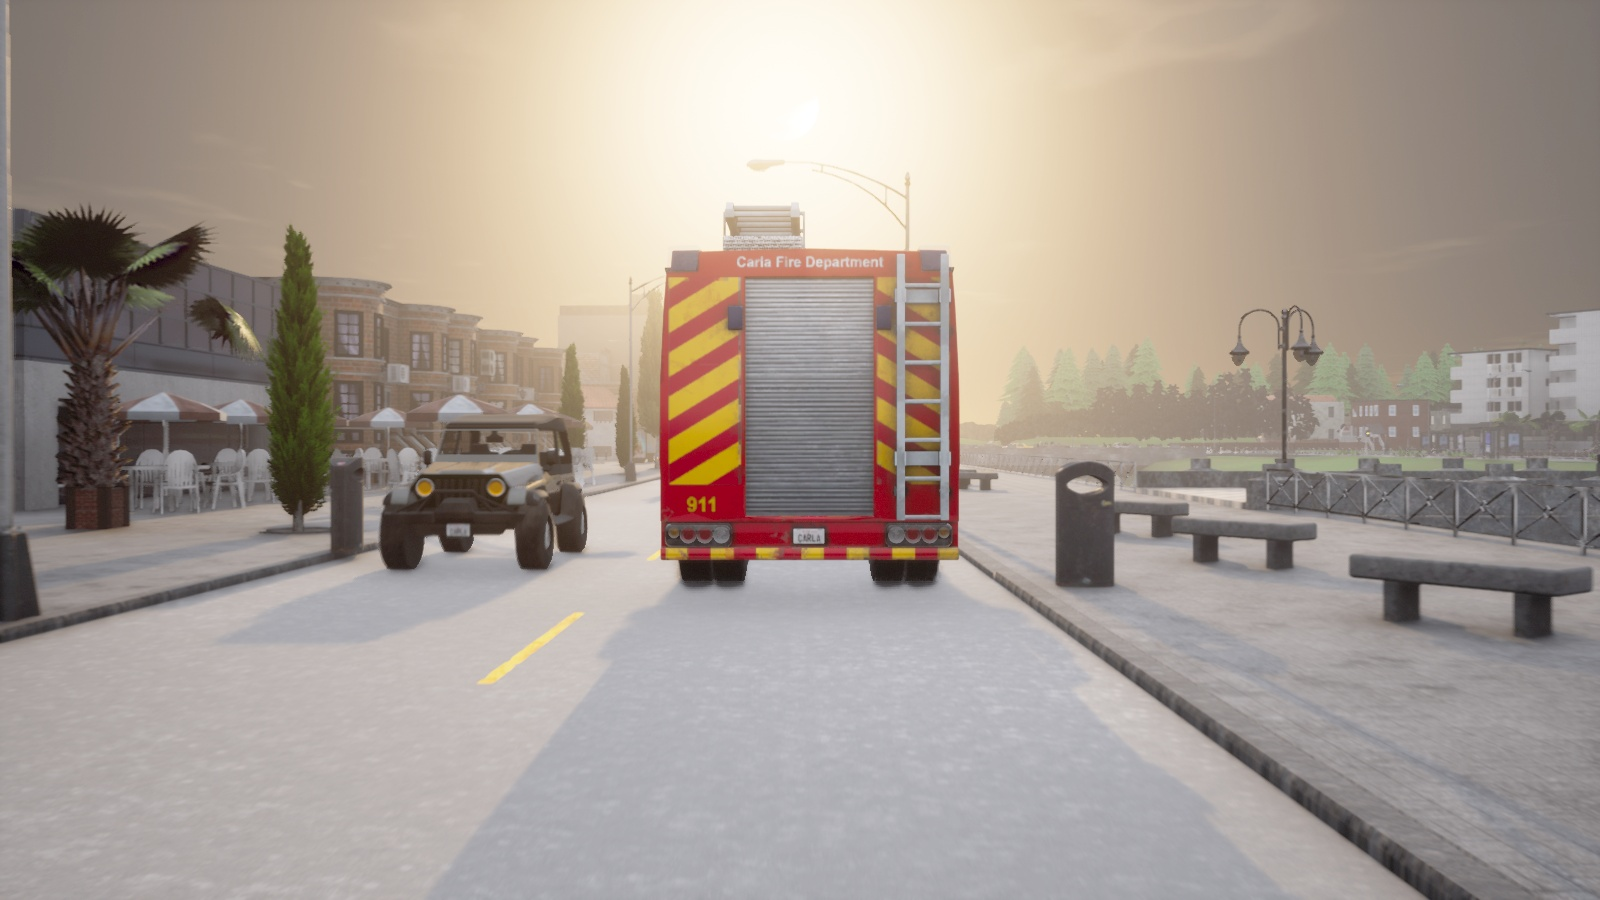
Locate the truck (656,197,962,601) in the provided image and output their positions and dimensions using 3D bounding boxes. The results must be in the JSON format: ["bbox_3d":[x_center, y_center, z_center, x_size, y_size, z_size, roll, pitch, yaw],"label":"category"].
[{"bbox_3d":[0.105,-0.509,16.134,2.891,3.827,8.468,0,0,0],"label":"truck"}]

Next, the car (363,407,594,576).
[{"bbox_3d":[-3.896,0.450,15.904,1.905,1.878,3.866,0,0,0],"label":"car"}]
